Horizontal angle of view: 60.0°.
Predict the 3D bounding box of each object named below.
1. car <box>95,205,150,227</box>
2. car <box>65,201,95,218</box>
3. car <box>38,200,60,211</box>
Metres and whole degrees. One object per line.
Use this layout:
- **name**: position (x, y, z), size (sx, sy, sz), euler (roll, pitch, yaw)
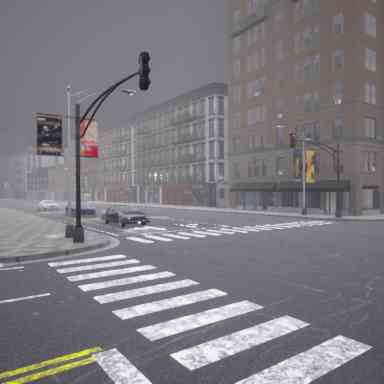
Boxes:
- **car**: position (-5.014, 1.654, 24.260), size (2.033, 1.411, 5.357), euler (-1, 0, -35)
- **car**: position (-11.074, 1.625, 32.843), size (1.882, 1.535, 5.008), euler (-1, 0, -35)
- **car**: position (-18.719, 1.727, 43.387), size (1.812, 1.442, 4.674), euler (-1, 0, -37)
